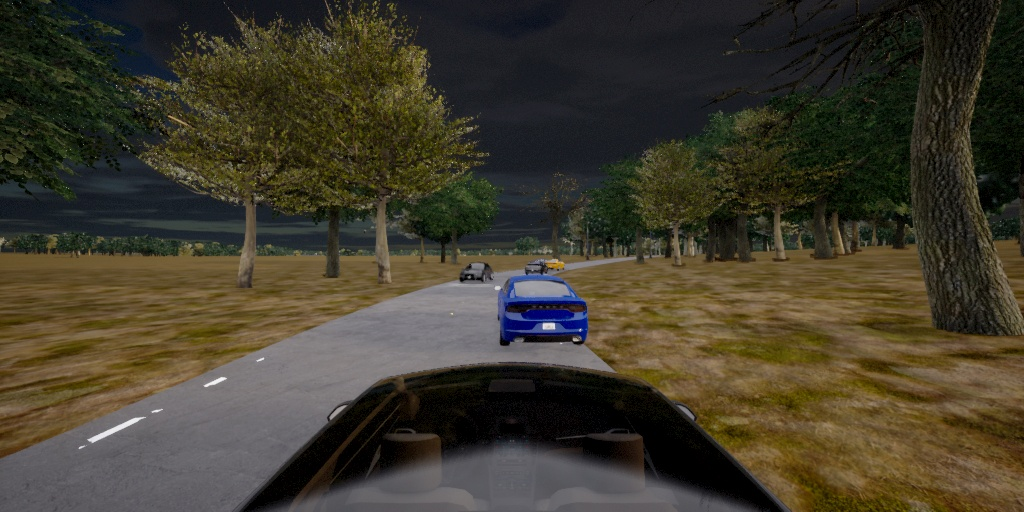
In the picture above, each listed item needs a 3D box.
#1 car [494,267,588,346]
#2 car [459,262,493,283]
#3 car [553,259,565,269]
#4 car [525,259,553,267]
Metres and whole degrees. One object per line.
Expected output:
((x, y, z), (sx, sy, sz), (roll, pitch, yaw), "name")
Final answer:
((0.577, 1.228, 9.513), (1.882, 1.535, 5.008), (0, 0, -3), "car")
((-2.705, 1.255, 27.804), (1.837, 1.490, 4.892), (0, 0, 8), "car")
((5.775, 1.149, 48.374), (1.882, 1.535, 5.008), (0, 1, 21), "car")
((2.680, 1.234, 38.481), (2.128, 1.511, 4.902), (0, 0, 15), "car")
